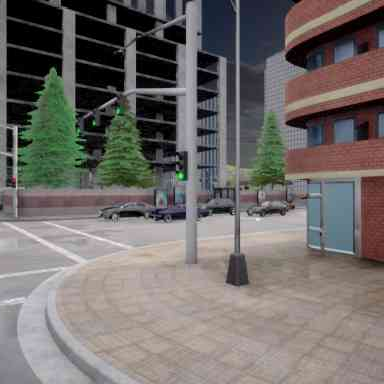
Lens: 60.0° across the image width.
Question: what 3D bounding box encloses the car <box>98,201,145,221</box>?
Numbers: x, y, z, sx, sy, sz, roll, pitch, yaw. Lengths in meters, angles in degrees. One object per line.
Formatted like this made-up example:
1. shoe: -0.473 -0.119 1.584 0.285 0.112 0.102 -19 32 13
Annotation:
1. car: -5.288 1.547 27.587 4.902 1.511 2.128 0 0 -35

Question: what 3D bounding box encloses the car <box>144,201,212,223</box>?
1. car: -1.025 1.656 26.315 4.718 1.301 1.895 0 0 -35

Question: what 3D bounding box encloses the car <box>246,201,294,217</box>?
1. car: 7.355 1.581 32.239 4.674 1.442 1.812 0 0 -35

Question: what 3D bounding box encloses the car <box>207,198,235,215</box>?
1. car: 2.198 1.407 32.882 4.553 1.767 2.097 0 0 -35
